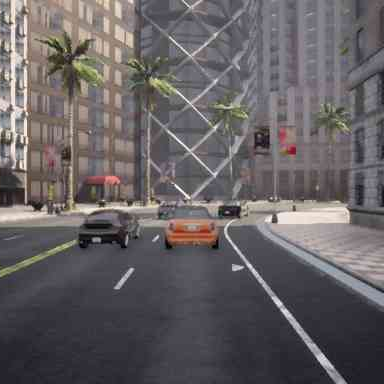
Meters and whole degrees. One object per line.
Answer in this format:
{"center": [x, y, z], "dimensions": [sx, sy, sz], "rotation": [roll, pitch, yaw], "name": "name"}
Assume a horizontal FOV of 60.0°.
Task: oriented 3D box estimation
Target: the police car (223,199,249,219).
{"center": [3.758, 1.425, 29.333], "dimensions": [1.930, 1.638, 5.238], "rotation": [0, 0, 20], "name": "police car"}

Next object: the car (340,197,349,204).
{"center": [30.103, 1.518, 62.468], "dimensions": [4.181, 1.385, 1.994], "rotation": [0, 0, -4], "name": "car"}

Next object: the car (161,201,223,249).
{"center": [0.000, 1.365, 14.620], "dimensions": [2.097, 1.767, 4.553], "rotation": [0, 0, 0], "name": "car"}

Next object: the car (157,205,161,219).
{"center": [-1.397, 1.495, 28.890], "dimensions": [2.128, 1.511, 4.902], "rotation": [0, 0, 18], "name": "car"}

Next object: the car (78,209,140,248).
{"center": [-3.500, 1.516, 14.650], "dimensions": [1.837, 1.490, 4.892], "rotation": [0, 0, 0], "name": "car"}
